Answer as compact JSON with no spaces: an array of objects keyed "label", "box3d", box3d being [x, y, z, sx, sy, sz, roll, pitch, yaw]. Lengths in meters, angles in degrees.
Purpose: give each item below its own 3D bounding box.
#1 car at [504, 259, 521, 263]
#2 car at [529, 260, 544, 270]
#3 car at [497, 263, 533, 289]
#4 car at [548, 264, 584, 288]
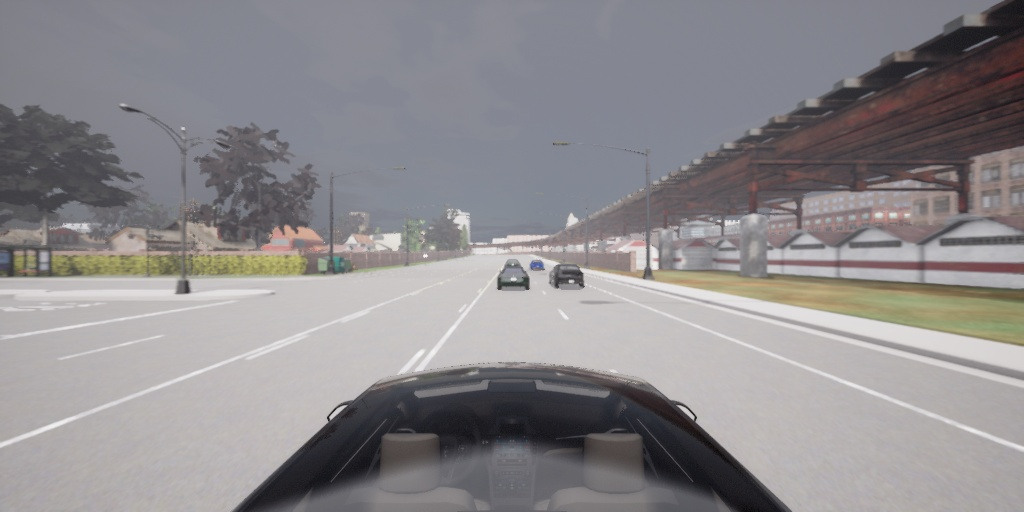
[{"label":"car","box3d":[0.083,1.137,46.115,2.097,1.767,4.553,0,0,0]},{"label":"car","box3d":[3.577,1.255,52.369,1.882,1.535,5.008,0,0,0]},{"label":"car","box3d":[0.090,1.331,23.072,1.994,1.385,4.181,0,0,0]},{"label":"car","box3d":[3.588,1.273,24.060,1.837,1.490,4.892,0,0,0]}]
